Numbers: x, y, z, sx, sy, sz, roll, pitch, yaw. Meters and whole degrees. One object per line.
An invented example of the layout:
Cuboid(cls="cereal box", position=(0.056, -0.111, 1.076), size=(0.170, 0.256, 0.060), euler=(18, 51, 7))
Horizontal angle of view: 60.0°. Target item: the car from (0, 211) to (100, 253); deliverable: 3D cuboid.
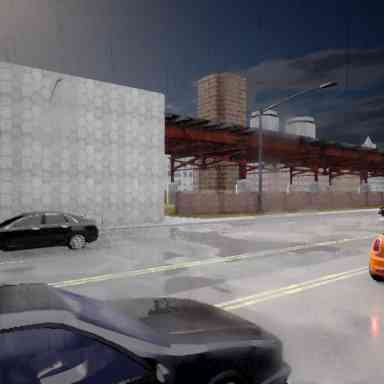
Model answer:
Cuboid(cls="car", position=(-6.017, 1.506, 12.603), size=(4.892, 1.490, 1.837), euler=(0, 0, -36))

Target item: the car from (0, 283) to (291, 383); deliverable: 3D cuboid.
Cuboid(cls="car", position=(-1.587, 1.547, 2.614), size=(5.357, 1.411, 2.033), euler=(0, 0, -36))

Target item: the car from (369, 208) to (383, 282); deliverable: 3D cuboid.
Cuboid(cls="car", position=(6.575, 1.356, 8.467), size=(4.553, 1.767, 2.097), euler=(0, 0, -34))
